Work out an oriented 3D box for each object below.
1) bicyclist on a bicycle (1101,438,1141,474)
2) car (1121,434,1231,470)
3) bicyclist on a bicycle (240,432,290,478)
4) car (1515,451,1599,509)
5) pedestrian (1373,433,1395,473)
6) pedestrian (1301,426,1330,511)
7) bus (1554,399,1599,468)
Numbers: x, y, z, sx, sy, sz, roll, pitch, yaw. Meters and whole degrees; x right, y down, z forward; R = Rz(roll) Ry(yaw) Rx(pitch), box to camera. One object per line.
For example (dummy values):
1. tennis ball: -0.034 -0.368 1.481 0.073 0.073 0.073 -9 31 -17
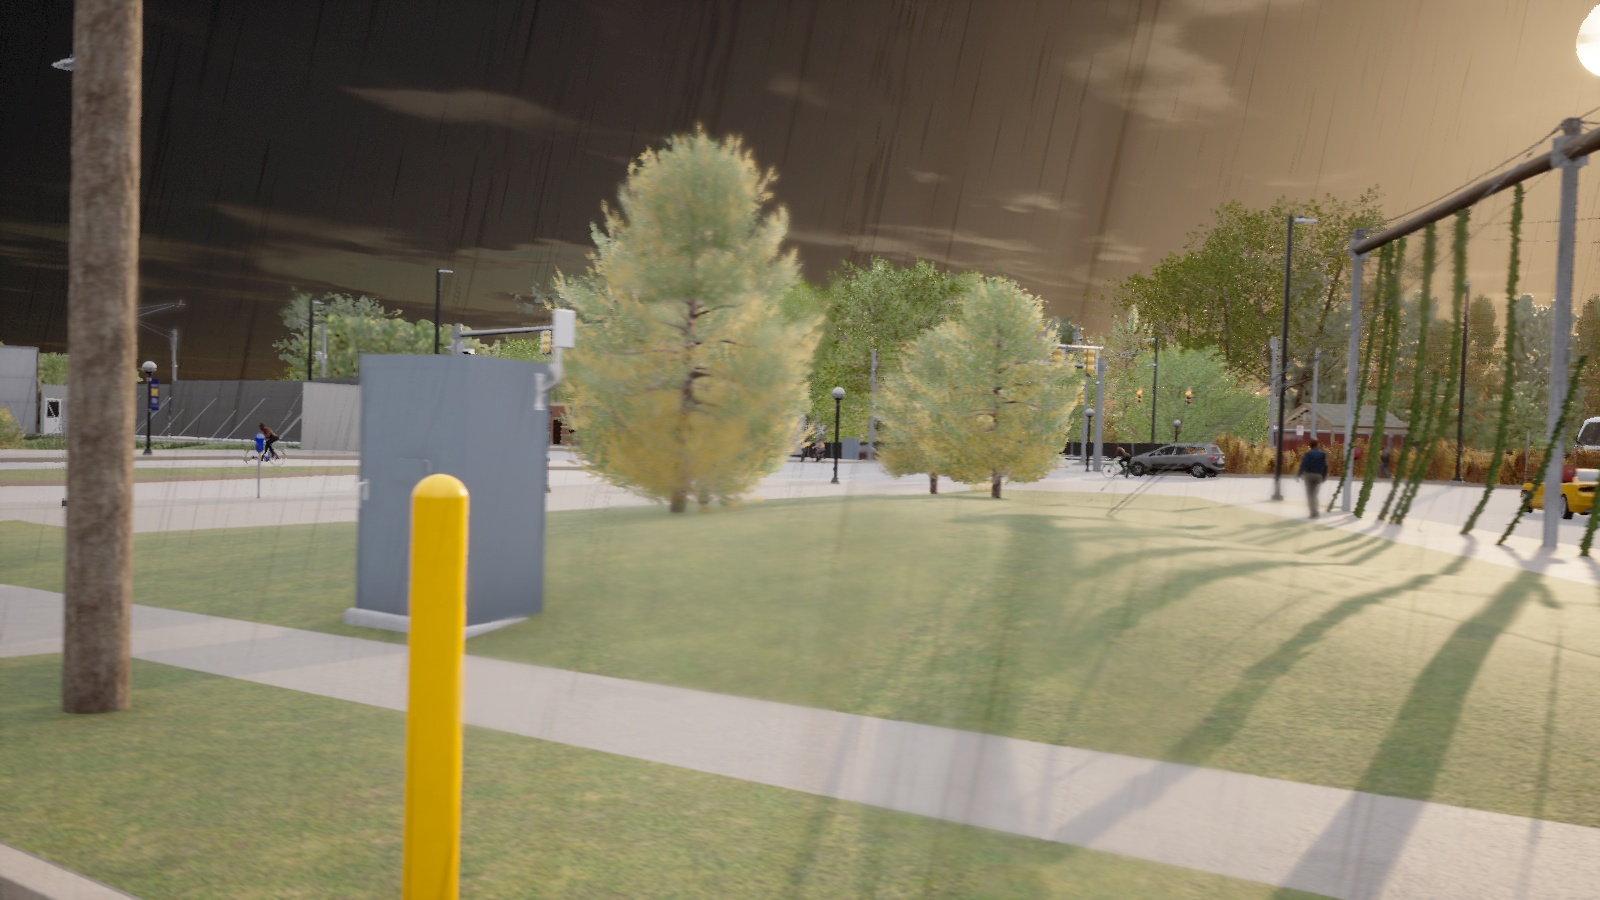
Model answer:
1. bicyclist on a bicycle: 14.831 0.267 58.044 1.656 1.620 0.582 0 1 33
2. car: 18.044 0.096 60.319 4.611 1.667 2.242 0 1 34
3. bicyclist on a bicycle: -19.618 0.171 46.060 0.582 1.620 1.656 2 2 34
4. car: 23.707 0.863 38.193 1.882 1.535 5.008 1 1 11
5. pedestrian: 28.337 0.137 60.928 0.849 1.883 0.563 2 2 36
6. pedestrian: 11.312 0.393 27.547 0.370 1.835 0.726 1 2 8
7. bus: 52.440 -0.987 76.572 3.944 4.253 10.273 -1 2 -42
